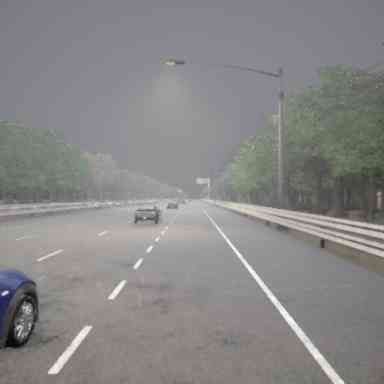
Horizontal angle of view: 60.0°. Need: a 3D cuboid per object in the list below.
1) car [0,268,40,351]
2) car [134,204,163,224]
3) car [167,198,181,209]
[{"bbox_3d":[-3.499,1.370,3.519,2.097,1.767,4.553,0,0,0],"label":"car"},{"bbox_3d":[-3.472,1.748,26.957,2.128,1.511,4.902,0,-1,0],"label":"car"},{"bbox_3d":[-3.342,2.313,58.464,1.812,1.442,4.674,0,-1,0],"label":"car"}]
